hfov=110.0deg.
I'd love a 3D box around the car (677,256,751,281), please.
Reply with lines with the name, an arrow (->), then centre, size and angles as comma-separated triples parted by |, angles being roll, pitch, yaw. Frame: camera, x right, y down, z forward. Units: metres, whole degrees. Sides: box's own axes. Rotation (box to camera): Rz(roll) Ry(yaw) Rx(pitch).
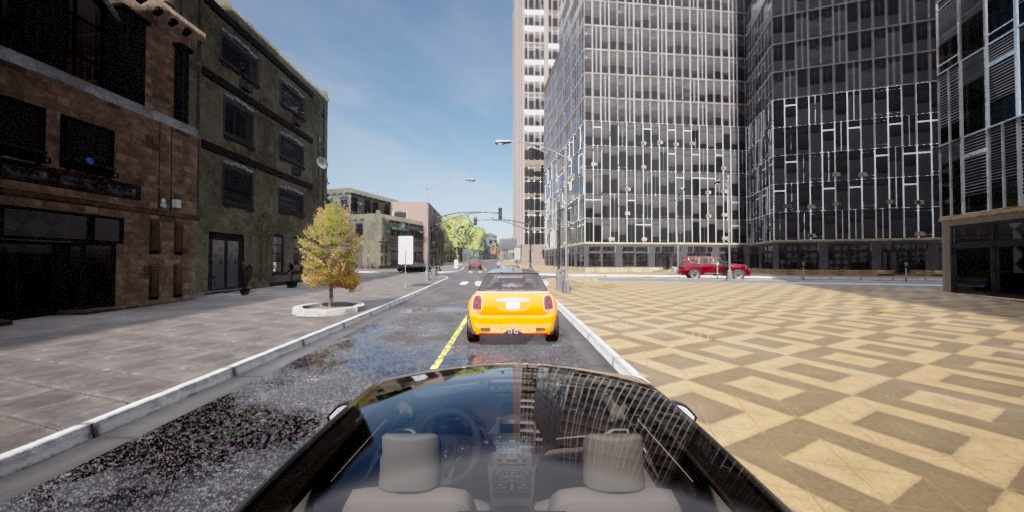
car -> 15.744, 0.938, 28.234 | 5.009, 1.841, 2.192 | 0, 0, 18

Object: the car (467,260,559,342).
car -> 0.004, 1.105, 9.980 | 2.097, 1.767, 4.553 | 0, 0, 0

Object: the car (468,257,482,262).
car -> -5.478, 1.240, 53.338 | 1.882, 1.535, 5.008 | 0, 0, -6

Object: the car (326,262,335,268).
car -> -20.586, 1.318, 40.121 | 4.313, 1.339, 1.948 | 0, 0, 18

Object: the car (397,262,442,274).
car -> -10.099, 1.359, 39.329 | 4.718, 1.301, 1.895 | 0, -1, 18
